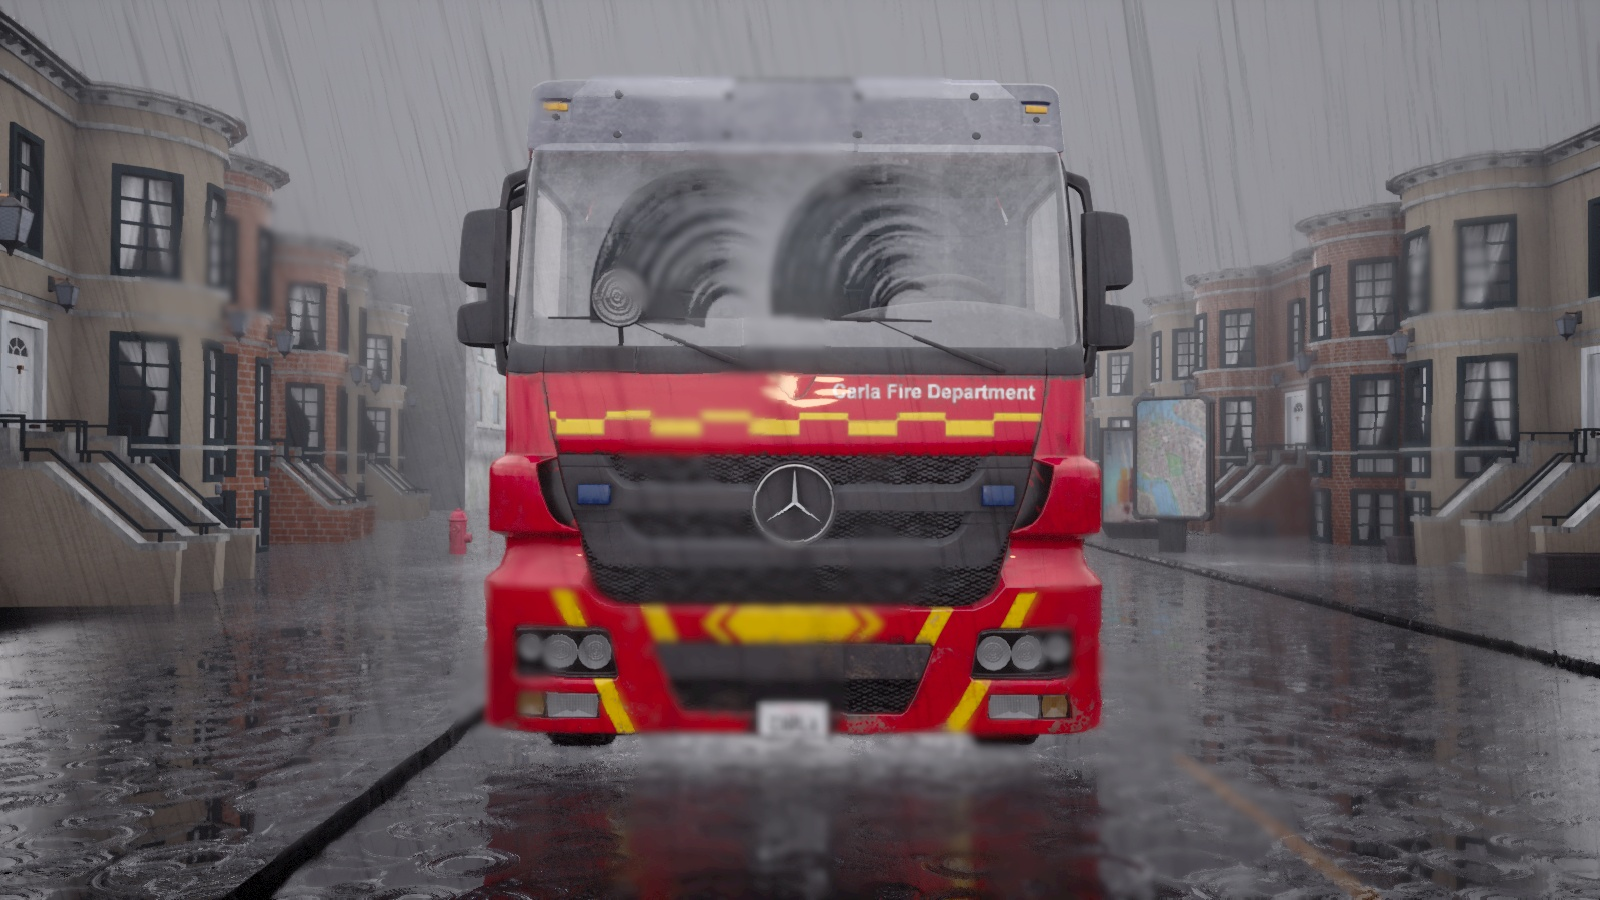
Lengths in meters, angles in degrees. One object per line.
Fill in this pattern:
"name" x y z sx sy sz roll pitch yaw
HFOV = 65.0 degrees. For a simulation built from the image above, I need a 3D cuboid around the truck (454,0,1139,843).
"truck" -0.032 -0.190 9.565 2.891 3.827 8.468 0 -1 0
